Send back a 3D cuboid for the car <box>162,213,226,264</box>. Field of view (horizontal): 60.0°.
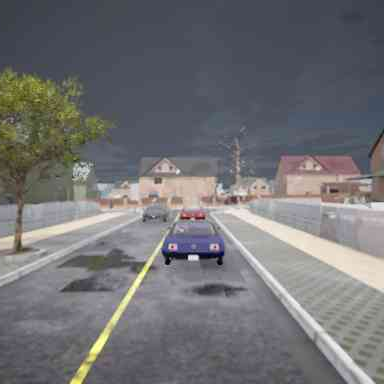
[{"bbox_3d":[0.067,1.630,11.881,1.895,1.301,4.718,0,0,0],"label":"car"}]

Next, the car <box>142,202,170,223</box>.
[{"bbox_3d":[-2.806,1.590,26.680,1.837,1.490,4.892,0,-1,0],"label":"car"}]

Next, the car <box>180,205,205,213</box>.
[{"bbox_3d":[0.067,1.681,25.927,1.895,1.301,4.718,0,0,1],"label":"car"}]
